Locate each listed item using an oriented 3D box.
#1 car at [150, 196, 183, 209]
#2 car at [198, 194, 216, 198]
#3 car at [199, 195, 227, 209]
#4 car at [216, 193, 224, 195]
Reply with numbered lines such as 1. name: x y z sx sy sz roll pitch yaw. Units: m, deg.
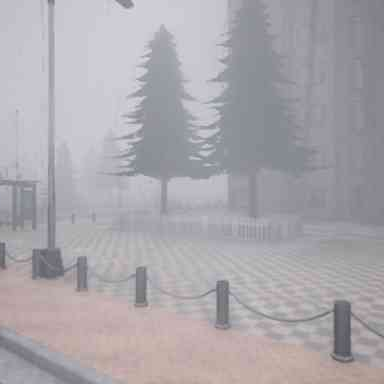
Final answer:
1. car: -3.114 1.611 44.341 1.994 1.385 4.181 0 0 35
2. car: 4.405 1.495 91.978 3.806 1.475 1.970 0 0 35
3. car: 3.294 1.565 47.165 1.812 1.442 4.674 0 0 36
4. car: 8.766 1.468 85.275 3.633 1.501 1.845 0 0 35
